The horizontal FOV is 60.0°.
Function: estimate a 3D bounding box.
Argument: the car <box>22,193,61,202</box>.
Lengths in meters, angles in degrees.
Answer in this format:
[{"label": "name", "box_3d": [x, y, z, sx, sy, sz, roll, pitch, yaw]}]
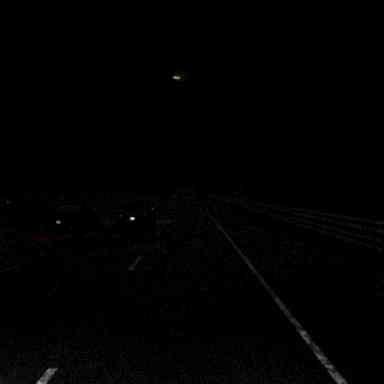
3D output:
[{"label": "car", "box_3d": [-17.592, 1.106, 39.963, 2.150, 2.045, 5.566, 0, 0, 0]}]

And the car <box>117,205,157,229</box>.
[{"label": "car", "box_3d": [-3.401, 1.489, 20.991, 1.994, 1.385, 4.181, 0, 0, 0]}]

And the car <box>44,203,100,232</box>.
[{"label": "car", "box_3d": [-6.902, 1.406, 19.645, 1.882, 1.535, 5.008, 0, 0, 0]}]

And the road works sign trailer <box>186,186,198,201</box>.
[{"label": "road works sign trailer", "box_3d": [-0.006, 0.263, 80.698, 2.380, 3.560, 2.880, 0, 0, 0]}]

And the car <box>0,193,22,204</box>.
[{"label": "car", "box_3d": [-21.088, 1.108, 39.097, 2.150, 2.045, 5.566, 0, 0, 0]}]
